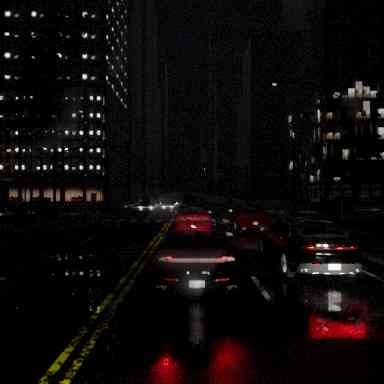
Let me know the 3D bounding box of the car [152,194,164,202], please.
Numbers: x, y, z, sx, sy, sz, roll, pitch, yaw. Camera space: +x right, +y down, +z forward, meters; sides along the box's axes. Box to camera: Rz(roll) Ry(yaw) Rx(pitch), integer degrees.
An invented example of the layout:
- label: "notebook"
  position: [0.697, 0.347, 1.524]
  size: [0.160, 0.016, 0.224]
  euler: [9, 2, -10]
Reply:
- label: "car"
  position: [-7.434, 1.317, 73.010]
  size: [2.097, 1.767, 4.553]
  euler: [0, 0, -1]

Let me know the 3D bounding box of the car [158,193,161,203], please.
- label: "car"
  position: [-7.309, 1.193, 63.317]
  size: [2.150, 2.045, 5.566]
  euler: [0, 0, -1]

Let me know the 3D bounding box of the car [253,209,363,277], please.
- label: "car"
  position: [3.339, 1.506, 10.203]
  size: [1.837, 1.490, 4.892]
  euler: [0, 0, 0]

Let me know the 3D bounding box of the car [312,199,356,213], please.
- label: "car"
  position: [16.294, 1.609, 37.724]
  size: [4.181, 1.385, 1.994]
  euler: [0, -1, 2]

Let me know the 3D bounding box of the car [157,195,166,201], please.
- label: "car"
  position: [-7.621, 1.472, 83.280]
  size: [1.812, 1.442, 4.674]
  euler: [0, 0, -1]

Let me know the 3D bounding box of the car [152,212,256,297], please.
- label: "car"
  position: [0.090, 1.493, 8.603]
  size: [2.128, 1.511, 4.902]
  euler: [0, 0, 0]

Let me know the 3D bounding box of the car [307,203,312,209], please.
- label: "car"
  position: [16.780, 1.584, 40.964]
  size: [4.902, 1.511, 2.128]
  euler: [0, -1, 1]

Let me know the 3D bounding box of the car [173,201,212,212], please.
- label: "car"
  position: [0.078, 1.478, 18.484]
  size: [1.882, 1.535, 5.008]
  euler: [0, 0, 0]

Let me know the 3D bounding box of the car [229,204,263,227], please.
- label: "car"
  position: [3.328, 1.478, 19.898]
  size: [1.882, 1.535, 5.008]
  euler: [0, 0, 0]

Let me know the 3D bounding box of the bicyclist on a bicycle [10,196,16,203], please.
- label: "bicyclist on a bicycle"
  position: [-25.210, 1.397, 46.827]
  size: [0.582, 1.620, 1.656]
  euler: [0, -1, 2]

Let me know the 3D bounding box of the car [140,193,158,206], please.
- label: "car"
  position: [-7.169, 1.332, 53.744]
  size: [2.097, 1.767, 4.553]
  euler: [0, 0, -1]

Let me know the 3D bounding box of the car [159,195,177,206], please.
- label: "car"
  position: [-3.948, 1.543, 55.556]
  size: [1.994, 1.385, 4.181]
  euler: [0, 0, -1]

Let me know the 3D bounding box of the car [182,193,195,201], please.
- label: "car"
  position: [-0.673, 1.193, 64.715]
  size: [2.150, 2.045, 5.566]
  euler: [0, 0, -1]

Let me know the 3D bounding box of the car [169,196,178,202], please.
- label: "car"
  position: [-4.227, 1.555, 75.412]
  size: [1.895, 1.301, 4.718]
  euler: [0, 0, -1]

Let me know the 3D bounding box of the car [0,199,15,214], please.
- label: "car"
  position: [-20.507, 1.406, 32.576]
  size: [4.892, 1.490, 1.837]
  euler: [0, -1, 2]

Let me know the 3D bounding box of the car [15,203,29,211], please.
- label: "car"
  position: [-20.571, 1.495, 35.828]
  size: [5.357, 1.411, 2.033]
  euler: [0, -1, 2]
